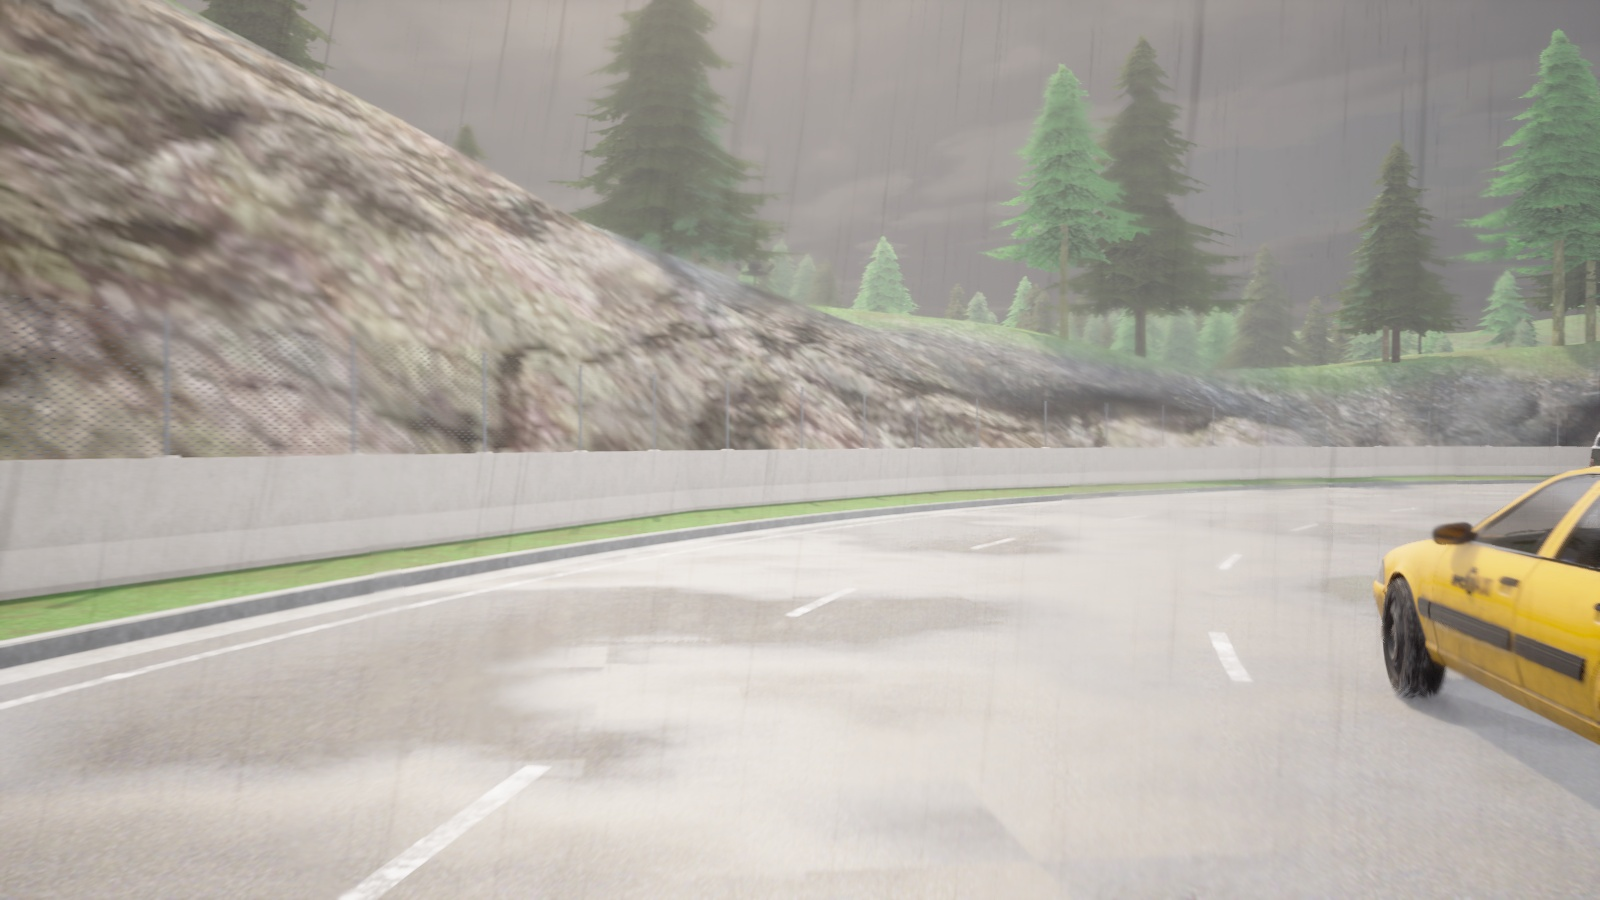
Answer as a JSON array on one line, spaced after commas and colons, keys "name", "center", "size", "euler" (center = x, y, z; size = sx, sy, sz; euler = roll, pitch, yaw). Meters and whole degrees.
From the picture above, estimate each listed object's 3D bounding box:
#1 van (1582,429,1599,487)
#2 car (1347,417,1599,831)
[{"name": "van", "center": [30.384, 0.271, 44.549], "size": [4.480, 2.038, 2.069], "euler": [0, 0, -18]}, {"name": "car", "center": [4.090, 0.661, 5.551], "size": [1.801, 1.575, 5.366], "euler": [0, 0, 9]}]
